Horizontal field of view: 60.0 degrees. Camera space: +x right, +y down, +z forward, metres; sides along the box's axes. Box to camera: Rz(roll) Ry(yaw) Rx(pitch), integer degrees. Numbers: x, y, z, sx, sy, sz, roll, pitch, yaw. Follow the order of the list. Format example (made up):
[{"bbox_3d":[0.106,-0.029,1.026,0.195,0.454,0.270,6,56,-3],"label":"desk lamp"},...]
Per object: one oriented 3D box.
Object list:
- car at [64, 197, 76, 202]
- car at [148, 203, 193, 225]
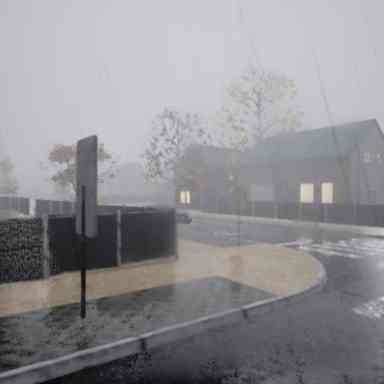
[{"bbox_3d":[-12.739,1.283,36.436,2.128,1.511,4.902,1,0,-37],"label":"car"},{"bbox_3d":[-1.789,1.439,21.996,1.994,1.385,4.181,1,0,-37],"label":"car"}]
